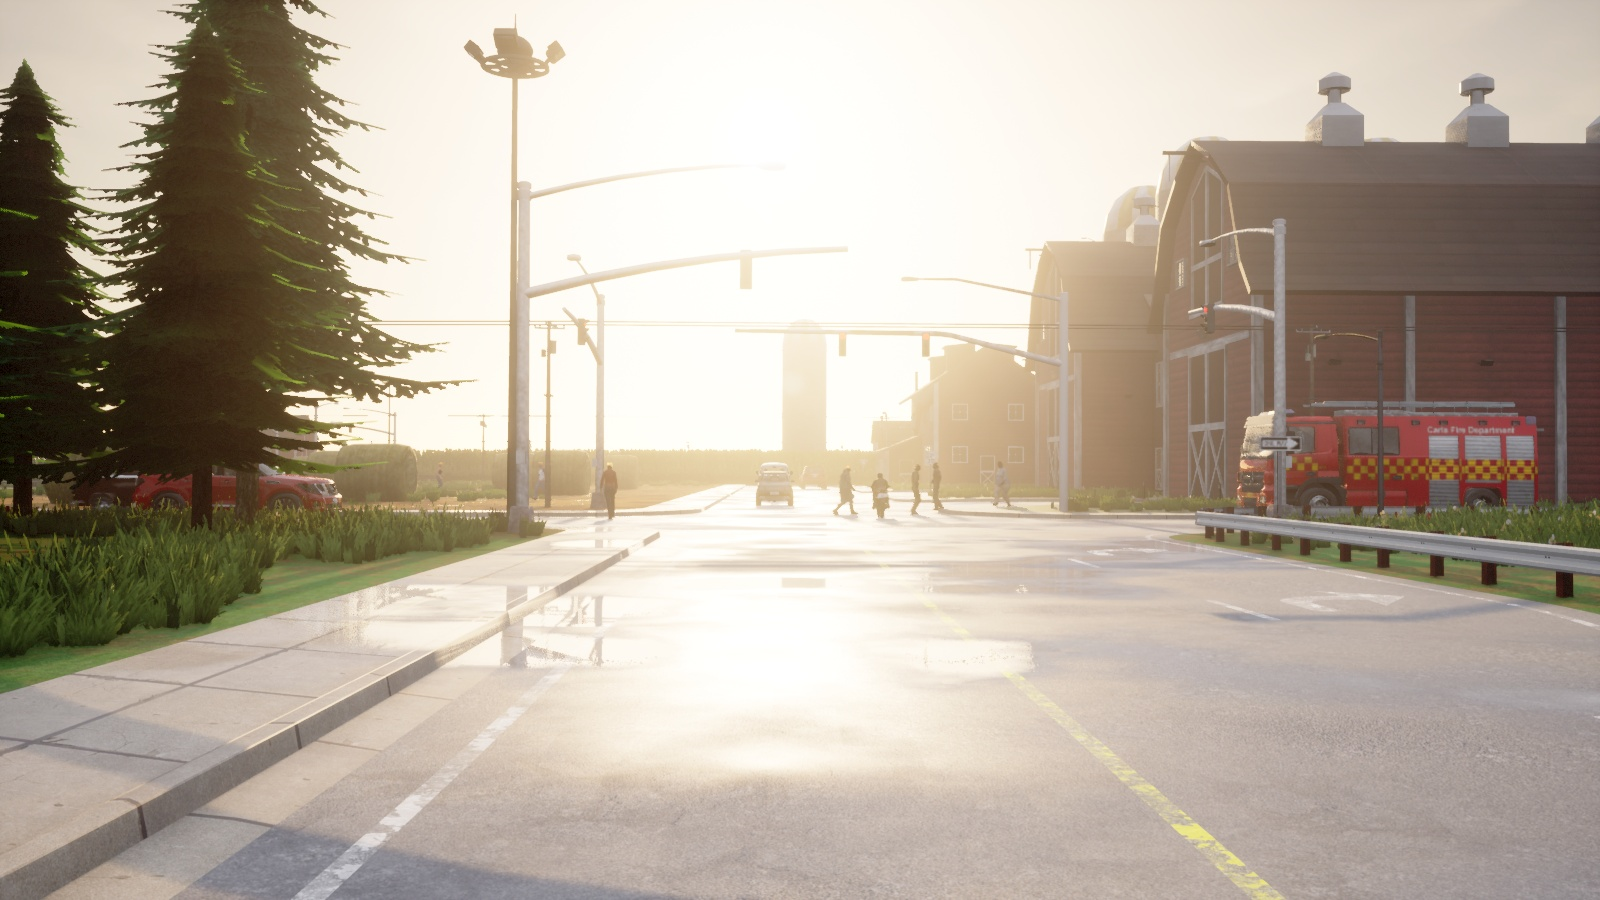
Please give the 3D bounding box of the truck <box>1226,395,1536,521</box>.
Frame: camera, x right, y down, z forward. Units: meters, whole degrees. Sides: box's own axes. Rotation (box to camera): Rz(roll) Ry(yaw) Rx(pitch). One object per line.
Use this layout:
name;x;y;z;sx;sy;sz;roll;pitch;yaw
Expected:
truck;18.224;0.270;39.785;8.468;3.827;2.891;0;-1;0

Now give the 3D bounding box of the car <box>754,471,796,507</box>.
car;-1.126;1.743;56.643;1.789;1.549;3.705;0;-1;-1

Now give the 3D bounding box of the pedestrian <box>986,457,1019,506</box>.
pedestrian;7.869;1.220;48.883;0.900;1.855;0.874;0;-1;-33

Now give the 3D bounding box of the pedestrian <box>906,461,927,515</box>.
pedestrian;4.160;1.350;44.748;0.692;1.930;0.396;0;-1;0

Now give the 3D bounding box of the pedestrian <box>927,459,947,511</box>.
pedestrian;5.139;1.319;47.244;0.666;1.930;0.402;0;-1;-8

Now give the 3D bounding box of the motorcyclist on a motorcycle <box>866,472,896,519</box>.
motorcyclist on a motorcycle;2.693;1.494;41.937;0.797;1.523;2.044;0;-1;-1

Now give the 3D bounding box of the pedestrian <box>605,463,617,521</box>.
pedestrian;-6.027;1.329;40.001;0.331;1.846;0.636;0;-1;-6

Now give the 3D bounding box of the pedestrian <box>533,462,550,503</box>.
pedestrian;-11.730;1.468;56.958;0.706;1.836;0.354;1;-1;-44

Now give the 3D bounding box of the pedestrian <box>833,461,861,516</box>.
pedestrian;1.658;1.358;44.657;0.873;1.952;0.659;0;-1;-8

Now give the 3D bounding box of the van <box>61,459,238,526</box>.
van;-20.456;1.311;39.632;4.480;2.038;2.069;0;-1;0

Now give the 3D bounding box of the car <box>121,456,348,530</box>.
car;-16.168;1.231;36.146;5.566;2.045;2.150;0;-1;0

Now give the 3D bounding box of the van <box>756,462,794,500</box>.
van;-1.439;1.734;71.052;2.069;2.038;4.480;0;-1;-1
